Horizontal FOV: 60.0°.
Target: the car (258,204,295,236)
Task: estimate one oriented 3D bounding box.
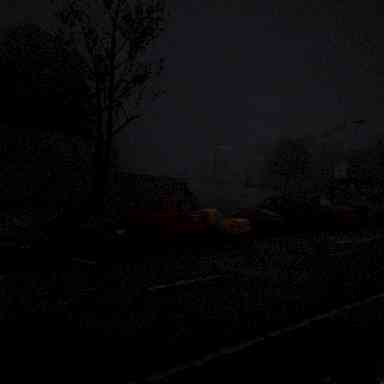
[{"bbox_3d":[2.925,1.548,18.511,4.674,1.452,2.002,-1,-1,35],"label":"car"}]

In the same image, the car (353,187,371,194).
[{"bbox_3d":[27.870,0.137,53.770,2.002,1.452,4.674,7,3,35],"label":"car"}]

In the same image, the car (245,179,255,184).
[{"bbox_3d":[14.167,-2.043,73.578,2.002,1.452,4.674,7,4,35],"label":"car"}]

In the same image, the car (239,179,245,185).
[{"bbox_3d":[12.436,-2.317,76.048,2.002,1.452,4.674,7,3,35],"label":"car"}]

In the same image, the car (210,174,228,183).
[{"bbox_3d":[7.366,-3.176,83.582,1.946,1.575,5.366,7,3,34],"label":"car"}]

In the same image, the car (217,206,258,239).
[{"bbox_3d":[0.311,1.503,16.896,5.366,1.575,1.946,-1,-1,35],"label":"car"}]

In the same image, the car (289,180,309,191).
[{"bbox_3d":[21.015,-0.992,63.660,2.231,1.521,4.892,7,3,35],"label":"car"}]

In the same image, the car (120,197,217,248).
[{"bbox_3d":[-2.017,1.248,15.079,5.566,2.045,2.435,-1,-1,35],"label":"car"}]

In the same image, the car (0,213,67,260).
[{"bbox_3d":[-6.899,1.493,11.610,4.892,1.521,2.231,-1,-1,35],"label":"car"}]

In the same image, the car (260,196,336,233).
[{"bbox_3d":[5.361,1.262,20.257,5.566,2.045,2.435,-1,-1,35],"label":"car"}]

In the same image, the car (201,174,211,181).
[{"bbox_3d":[5.526,-3.699,85.850,2.435,2.045,5.566,7,4,34],"label":"car"}]

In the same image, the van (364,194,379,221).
[{"bbox_3d":[10.428,1.297,23.608,4.442,1.987,1.878,-1,-1,35],"label":"van"}]

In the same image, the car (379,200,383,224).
[{"bbox_3d":[12.846,1.403,25.347,4.553,1.767,2.185,-1,-1,36],"label":"car"}]

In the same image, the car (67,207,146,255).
[{"bbox_3d":[-4.470,1.524,13.345,4.792,1.488,2.163,-1,-1,35],"label":"car"}]

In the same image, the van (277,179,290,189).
[{"bbox_3d":[19.266,-1.491,66.031,1.878,1.987,4.442,7,4,35],"label":"van"}]

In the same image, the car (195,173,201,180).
[{"bbox_3d":[3.743,-3.850,88.325,2.185,1.767,4.553,6,3,34],"label":"car"}]

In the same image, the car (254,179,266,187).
[{"bbox_3d":[15.987,-1.812,71.249,1.946,1.575,5.366,7,3,35],"label":"car"}]

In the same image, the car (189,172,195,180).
[{"bbox_3d":[2.025,-4.085,90.803,2.185,1.767,4.553,4,1,34],"label":"car"}]

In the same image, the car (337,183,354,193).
[{"bbox_3d":[26.191,-0.426,56.250,2.435,2.045,5.566,7,3,35],"label":"car"}]

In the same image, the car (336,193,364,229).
[{"bbox_3d":[7.882,1.267,21.950,5.566,2.045,2.435,-1,-1,35],"label":"car"}]

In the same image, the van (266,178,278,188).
[{"bbox_3d":[17.549,-1.764,68.510,1.878,1.987,4.442,7,4,35],"label":"van"}]

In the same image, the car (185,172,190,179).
[{"bbox_3d":[0.264,-4.362,93.159,2.435,2.045,5.566,1,-1,35],"label":"car"}]
